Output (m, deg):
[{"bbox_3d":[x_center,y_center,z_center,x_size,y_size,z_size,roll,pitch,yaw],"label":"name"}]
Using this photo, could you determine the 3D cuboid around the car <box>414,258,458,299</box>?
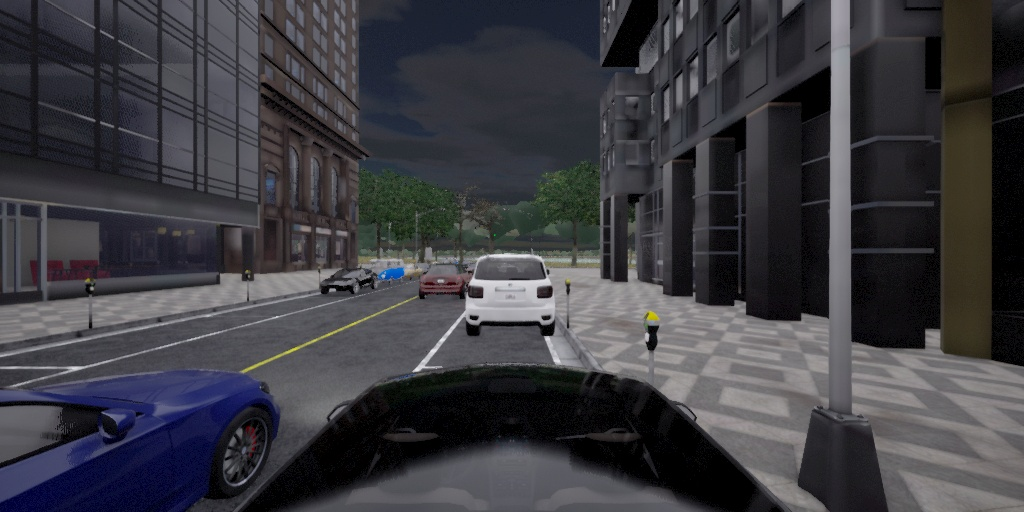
[{"bbox_3d":[-3.145,1.118,17.965,2.097,1.767,4.553,0,0,0],"label":"car"}]

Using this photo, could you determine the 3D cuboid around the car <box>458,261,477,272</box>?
[{"bbox_3d":[-6.145,1.366,49.995,2.033,1.411,5.357,0,0,0],"label":"car"}]

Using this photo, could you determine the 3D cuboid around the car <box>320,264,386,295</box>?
[{"bbox_3d":[-8.908,1.317,19.986,1.948,1.339,4.313,0,0,0],"label":"car"}]

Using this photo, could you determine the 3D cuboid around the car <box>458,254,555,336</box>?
[{"bbox_3d":[-0.039,0.970,10.530,2.150,2.045,5.566,0,0,0],"label":"car"}]

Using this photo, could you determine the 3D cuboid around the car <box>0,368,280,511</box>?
[{"bbox_3d":[-3.145,1.275,1.500,1.812,1.442,4.674,0,0,0],"label":"car"}]

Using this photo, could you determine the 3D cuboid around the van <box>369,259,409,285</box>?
[{"bbox_3d":[-8.908,1.093,25.423,1.690,1.789,3.998,0,0,0],"label":"van"}]

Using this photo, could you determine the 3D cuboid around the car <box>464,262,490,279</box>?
[{"bbox_3d":[-3.145,1.328,32.995,1.994,1.385,4.181,0,0,0],"label":"car"}]

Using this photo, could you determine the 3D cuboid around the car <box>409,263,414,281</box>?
[{"bbox_3d":[-8.908,1.279,30.691,1.751,1.417,4.829,0,0,0],"label":"car"}]
